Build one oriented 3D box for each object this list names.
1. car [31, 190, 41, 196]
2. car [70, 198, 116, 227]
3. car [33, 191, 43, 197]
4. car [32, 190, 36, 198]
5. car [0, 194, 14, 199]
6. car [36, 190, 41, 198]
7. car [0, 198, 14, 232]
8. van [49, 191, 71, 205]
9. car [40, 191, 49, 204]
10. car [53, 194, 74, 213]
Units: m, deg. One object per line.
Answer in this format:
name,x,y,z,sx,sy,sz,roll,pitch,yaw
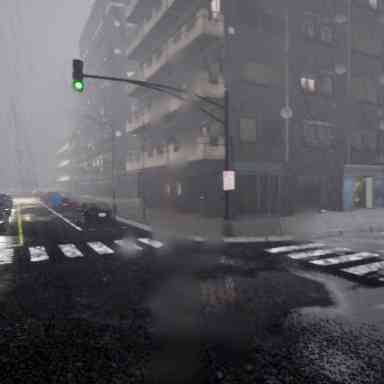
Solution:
car,-39.383,0.259,83.774,2.008,1.369,4.403,-1,1,-28
car,-5.824,1.248,19.881,1.947,1.339,4.313,-1,1,-28
car,-34.220,0.406,73.944,1.887,1.381,4.507,-1,1,-28
car,-31.639,0.482,69.029,1.887,1.381,4.507,-1,1,-28
car,-15.462,1.161,26.590,2.033,1.411,5.357,-1,1,-28
car,-23.894,0.715,54.285,2.008,1.369,4.403,-1,1,-28
car,-10.767,1.294,17.646,2.033,1.411,5.357,-1,1,-28
van,-13.569,0.802,34.622,1.690,1.788,3.998,-1,1,-28
car,-18.731,0.753,44.453,1.967,1.590,4.097,-1,1,-28
car,-10.986,1.117,29.711,1.802,1.307,4.206,-1,1,-28
